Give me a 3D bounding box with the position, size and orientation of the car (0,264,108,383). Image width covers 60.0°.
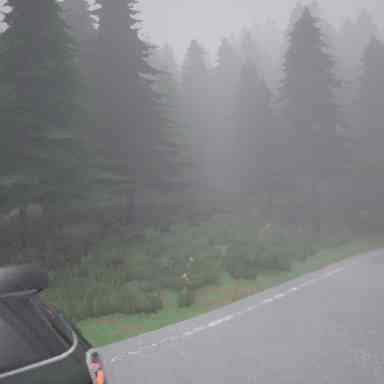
[{"bbox_3d":[-2.808,1.407,1.876,4.553,1.767,2.097,1,-2,-36],"label":"car"}]
